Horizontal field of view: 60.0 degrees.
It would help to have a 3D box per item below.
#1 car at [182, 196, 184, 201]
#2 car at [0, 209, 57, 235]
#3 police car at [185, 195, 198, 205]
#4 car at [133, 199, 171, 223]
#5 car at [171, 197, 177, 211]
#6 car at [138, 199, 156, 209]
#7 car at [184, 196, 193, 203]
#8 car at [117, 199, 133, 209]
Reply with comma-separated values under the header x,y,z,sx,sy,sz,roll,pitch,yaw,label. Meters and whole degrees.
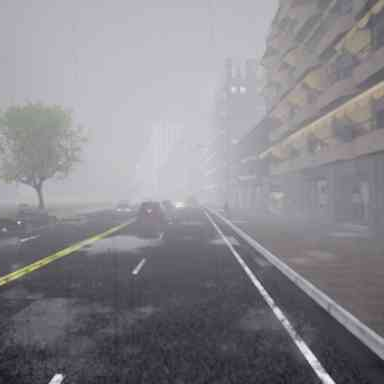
x,y,z,sx,sy,sz,roll,pitch,yaw,label
-0.389,1.595,75.016,2.150,2.045,5.566,0,0,-4,car
-9.781,1.689,19.609,1.895,1.301,4.718,0,0,1,car
0.178,1.743,65.024,1.930,1.638,5.238,0,0,-3,police car
-3.152,1.476,26.899,2.097,1.767,4.553,0,0,0,car
-3.262,1.729,43.228,1.812,1.442,4.674,0,0,-1,car
-6.811,1.787,50.701,2.033,1.411,5.357,0,0,-1,car
-0.815,1.859,81.214,1.801,1.575,5.366,0,0,-4,car
-10.059,1.785,50.550,2.033,1.411,5.357,0,0,-1,car
